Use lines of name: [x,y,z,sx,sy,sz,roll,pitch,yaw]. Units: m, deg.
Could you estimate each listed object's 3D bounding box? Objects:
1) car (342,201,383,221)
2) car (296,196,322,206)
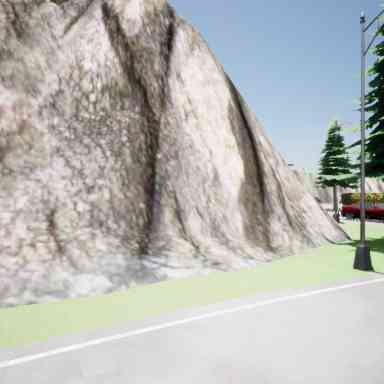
car: [13.871,1.478,25.208,1.882,1.535,5.008,0,0,-27]
car: [19.533,1.513,55.487,4.892,1.490,1.837,0,0,-31]
